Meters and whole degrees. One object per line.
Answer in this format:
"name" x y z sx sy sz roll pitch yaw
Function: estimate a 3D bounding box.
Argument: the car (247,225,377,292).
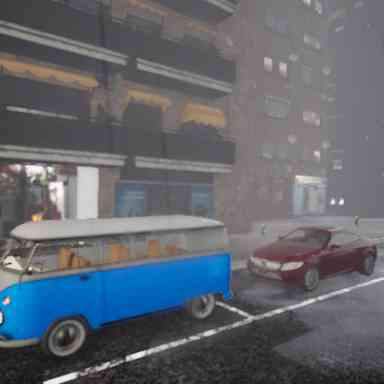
"car" 3.350 1.581 8.893 4.206 1.307 1.802 0 1 -35

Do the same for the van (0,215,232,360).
"van" -1.162 1.341 5.666 3.998 1.788 1.690 0 1 -35
